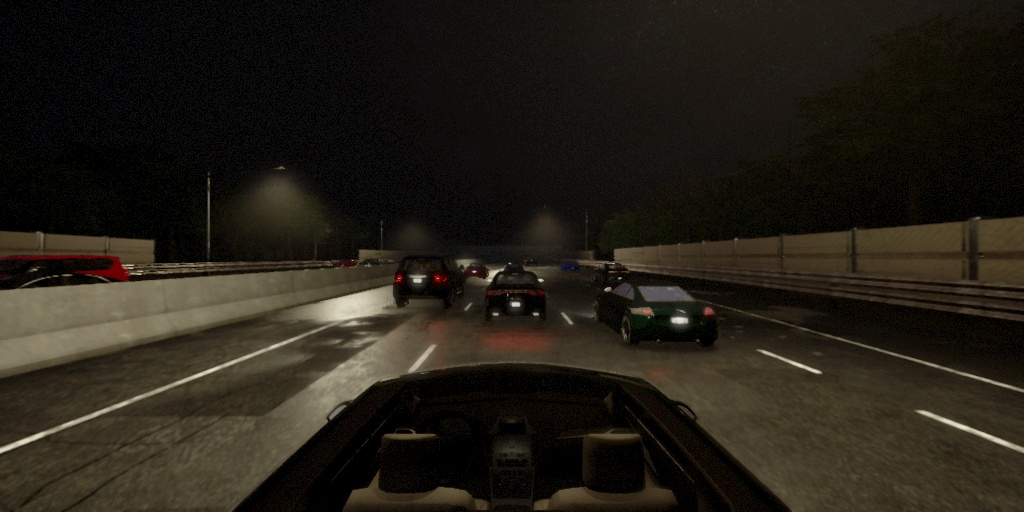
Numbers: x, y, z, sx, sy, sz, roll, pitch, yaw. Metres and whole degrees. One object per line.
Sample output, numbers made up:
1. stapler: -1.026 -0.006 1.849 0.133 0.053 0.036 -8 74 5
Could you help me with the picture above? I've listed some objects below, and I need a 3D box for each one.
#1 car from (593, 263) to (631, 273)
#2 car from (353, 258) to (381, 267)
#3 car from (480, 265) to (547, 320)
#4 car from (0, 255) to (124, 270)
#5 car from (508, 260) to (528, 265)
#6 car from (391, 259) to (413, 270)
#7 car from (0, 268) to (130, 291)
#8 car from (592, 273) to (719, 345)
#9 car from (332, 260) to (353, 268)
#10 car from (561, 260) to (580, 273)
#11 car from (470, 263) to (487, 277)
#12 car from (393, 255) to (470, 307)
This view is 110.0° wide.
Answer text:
1. car: 7.118 1.265 25.929 2.128 1.511 4.902 0 0 1
2. car: -20.776 1.173 52.277 2.097 1.767 4.553 0 0 1
3. car: 0.119 1.232 12.676 1.882 1.535 5.008 0 0 0
4. car: -17.579 0.976 13.139 2.150 2.045 5.566 0 0 0
5. car: 0.220 1.351 33.660 1.994 1.385 4.181 0 0 0
6. car: -17.217 1.305 56.560 1.882 1.535 5.008 0 0 1
7. car: -14.085 1.258 10.524 1.837 1.490 4.892 0 0 0
8. car: 3.511 1.317 9.493 1.994 1.385 4.181 0 0 0
9. car: -24.273 1.298 52.227 1.882 1.535 5.008 0 0 1
10. car: 7.310 1.288 45.299 1.882 1.535 5.008 0 0 1
11. car: -3.282 1.350 33.465 1.994 1.385 4.181 0 0 0
12. car: -3.373 0.979 15.522 2.150 2.045 5.566 0 0 0
